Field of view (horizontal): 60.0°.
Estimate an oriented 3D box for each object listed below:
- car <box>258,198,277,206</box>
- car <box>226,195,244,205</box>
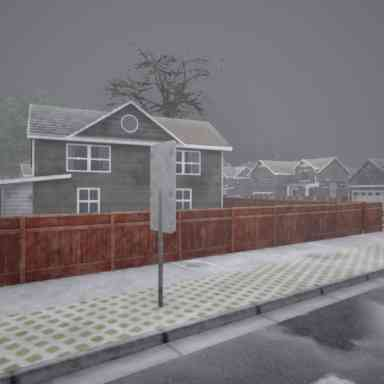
[{"bbox_3d":[8.899,1.468,43.122,1.895,1.301,4.718,0,0,-26],"label":"car"},{"bbox_3d":[5.809,1.201,42.710,2.097,1.767,4.553,0,0,-26],"label":"car"}]
